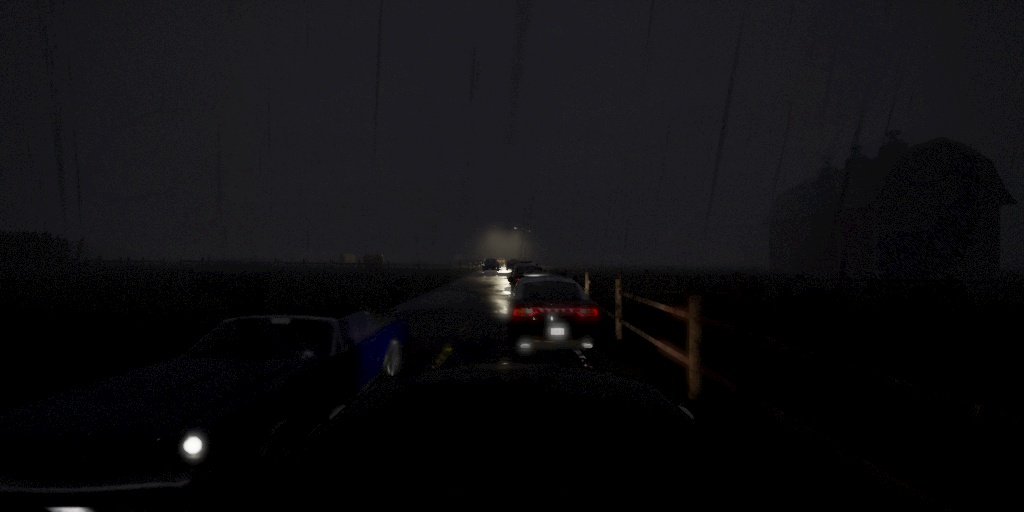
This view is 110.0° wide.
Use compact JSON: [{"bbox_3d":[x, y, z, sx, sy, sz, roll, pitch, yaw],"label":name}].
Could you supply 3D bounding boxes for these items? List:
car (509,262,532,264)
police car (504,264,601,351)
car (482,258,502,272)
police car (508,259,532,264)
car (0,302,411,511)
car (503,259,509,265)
[{"bbox_3d":[0.862,1.253,19.030,1.837,1.490,4.892,0,0,0],"label":"car"},{"bbox_3d":[0.838,1.174,9.140,1.930,1.638,5.238,0,0,0],"label":"police car"},{"bbox_3d":[-2.741,1.095,46.867,2.097,1.767,4.553,0,0,0],"label":"car"},{"bbox_3d":[0.878,1.173,25.140,1.930,1.638,5.238,0,0,0],"label":"police car"},{"bbox_3d":[-2.846,1.351,4.536,1.895,1.301,4.718,0,0,0],"label":"car"},{"bbox_3d":[0.171,1.220,49.512,1.882,1.535,5.008,0,0,0],"label":"car"}]
